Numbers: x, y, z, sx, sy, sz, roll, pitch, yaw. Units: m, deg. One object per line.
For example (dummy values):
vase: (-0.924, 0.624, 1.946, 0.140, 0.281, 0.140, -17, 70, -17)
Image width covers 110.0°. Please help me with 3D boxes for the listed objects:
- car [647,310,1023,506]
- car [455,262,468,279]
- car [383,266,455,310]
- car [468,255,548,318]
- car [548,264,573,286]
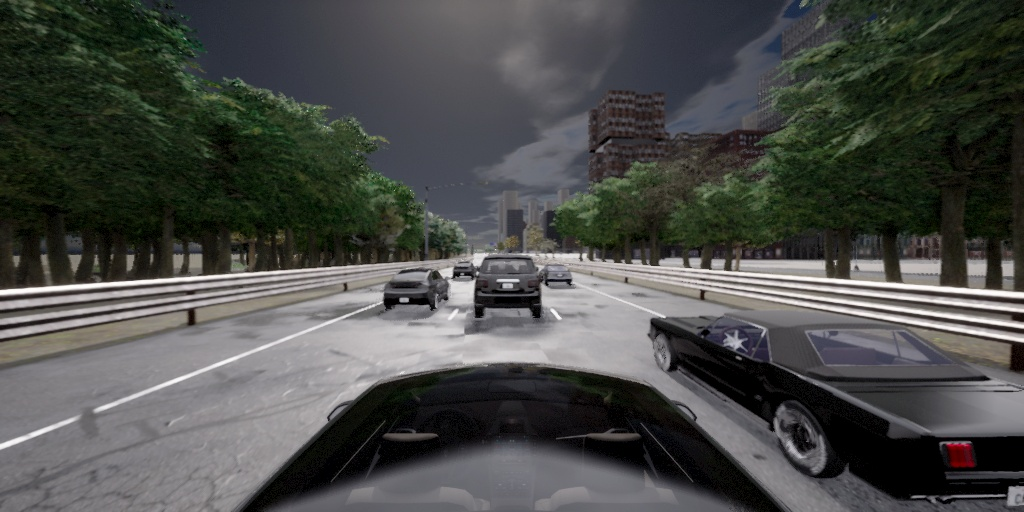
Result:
car: (3.509, 1.356, 4.675, 1.895, 1.301, 4.718, 0, 0, -1)
car: (-4.178, 1.247, 32.063, 1.837, 1.490, 4.892, 0, 0, -2)
car: (-3.701, 1.248, 14.556, 1.837, 1.490, 4.892, 0, 0, -1)
car: (-0.157, 0.970, 13.197, 2.150, 2.045, 5.566, 0, 0, -1)
car: (3.019, 1.300, 25.626, 2.033, 1.411, 5.357, 0, 0, -2)
